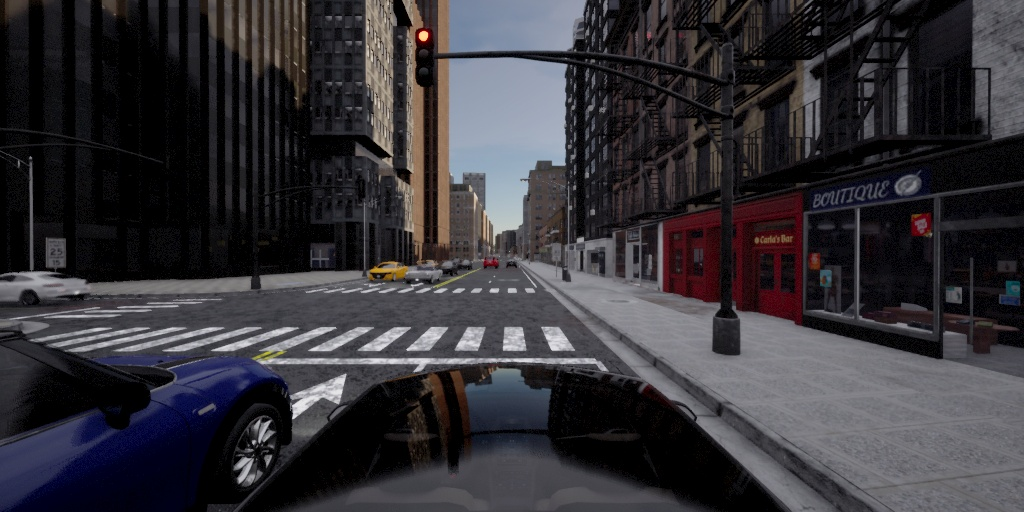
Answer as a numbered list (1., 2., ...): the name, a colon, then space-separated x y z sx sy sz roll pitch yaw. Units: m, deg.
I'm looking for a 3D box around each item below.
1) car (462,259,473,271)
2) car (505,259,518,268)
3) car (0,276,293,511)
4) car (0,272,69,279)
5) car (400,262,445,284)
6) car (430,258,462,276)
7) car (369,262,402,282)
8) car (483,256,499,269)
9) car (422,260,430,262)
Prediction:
1. car: -6.730 1.242 51.040 1.882 1.535 5.008 0 0 0
2. car: -0.080 1.272 61.821 1.837 1.490 4.892 0 0 0
3. car: -3.146 1.102 1.578 2.097 1.767 4.553 0 0 0
4. car: -22.017 1.440 16.259 4.674 1.442 1.812 -1 0 0
5. car: -6.674 1.356 27.392 1.895 1.301 4.718 0 0 0
6. car: -6.703 1.237 36.792 1.882 1.535 5.008 0 0 0
7. car: -9.927 1.234 29.138 1.882 1.535 5.008 0 0 0
8. car: -3.418 0.988 58.038 2.150 2.045 5.566 0 0 0
9. car: -9.968 1.239 42.586 1.882 1.535 5.008 0 0 0
